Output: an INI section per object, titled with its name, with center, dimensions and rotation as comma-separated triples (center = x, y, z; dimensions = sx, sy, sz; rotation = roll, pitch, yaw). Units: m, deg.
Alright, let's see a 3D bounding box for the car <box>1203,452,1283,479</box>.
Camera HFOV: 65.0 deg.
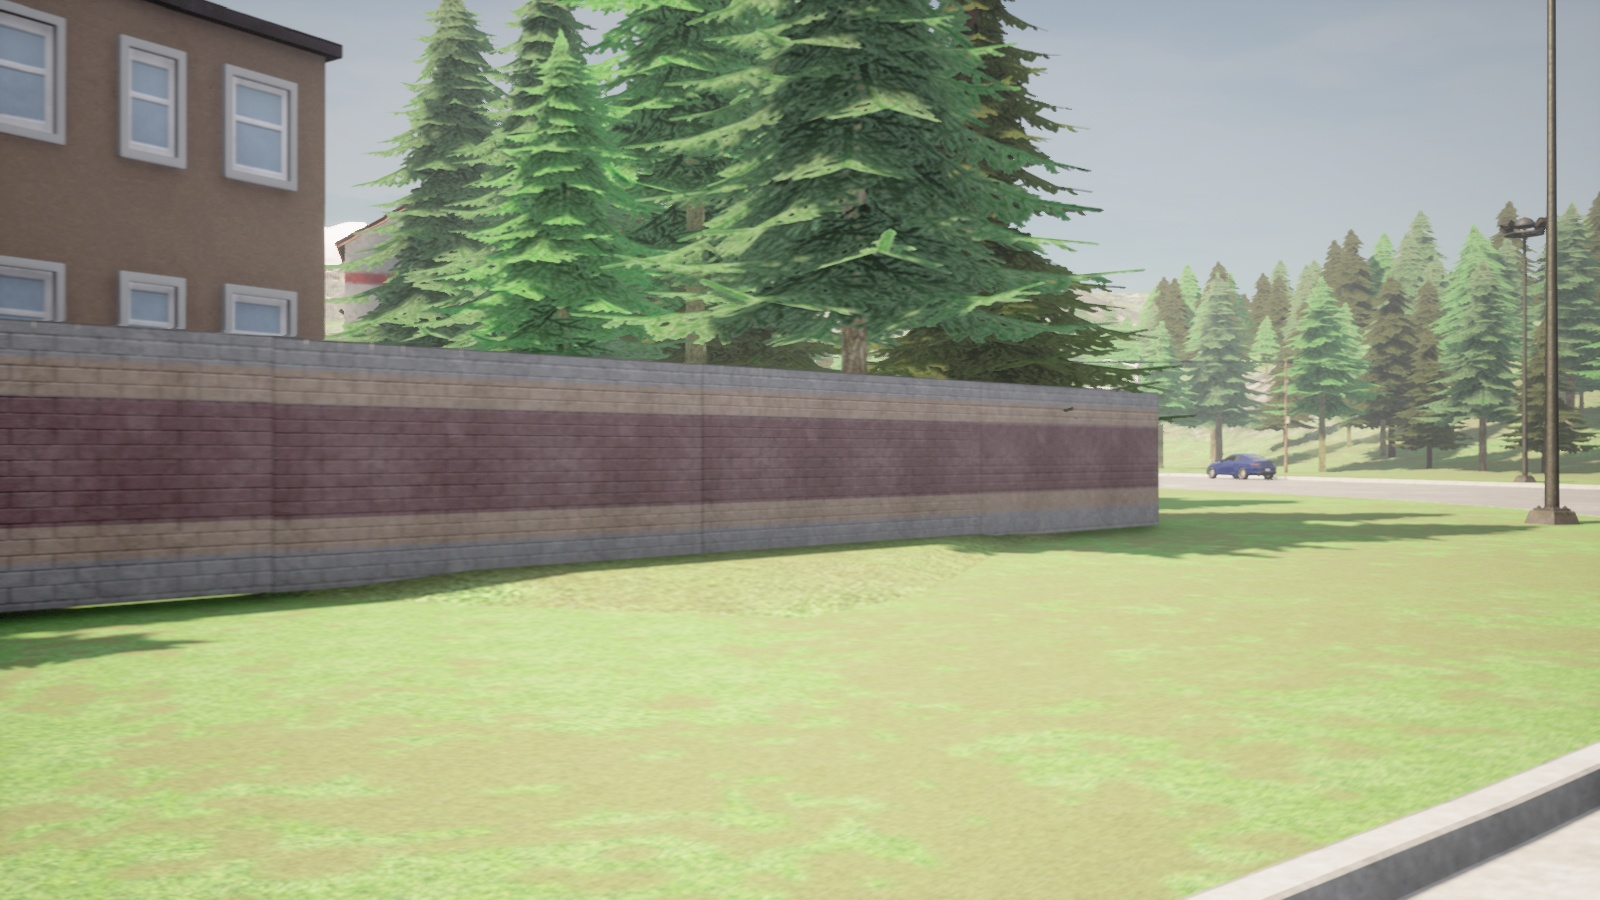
[car]
center = 24.652, 0.833, 69.995
dimensions = 1.812, 1.442, 4.674
rotation = 0, 0, -16
